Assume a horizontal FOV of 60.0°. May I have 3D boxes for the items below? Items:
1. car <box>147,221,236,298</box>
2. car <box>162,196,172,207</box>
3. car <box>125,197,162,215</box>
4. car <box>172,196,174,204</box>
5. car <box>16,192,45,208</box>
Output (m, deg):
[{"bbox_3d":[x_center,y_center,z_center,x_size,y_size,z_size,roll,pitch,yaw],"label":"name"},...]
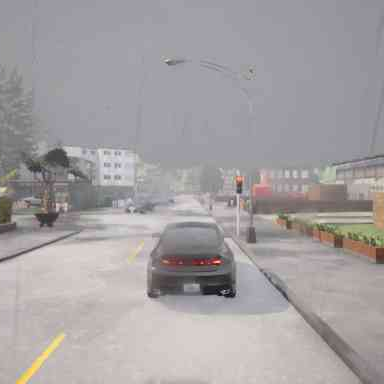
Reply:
[{"bbox_3d":[-0.008,1.505,8.495,1.837,1.490,4.892,0,0,0],"label":"car"},{"bbox_3d":[-4.519,1.478,50.657,1.882,1.535,5.008,0,1,0],"label":"car"},{"bbox_3d":[-5.134,1.493,33.817,2.128,1.511,4.902,0,0,13],"label":"car"},{"bbox_3d":[-4.584,1.478,66.176,1.882,1.535,5.008,0,1,0],"label":"car"},{"bbox_3d":[-20.111,0.986,42.178,1.905,1.878,3.866,0,0,35],"label":"car"}]
